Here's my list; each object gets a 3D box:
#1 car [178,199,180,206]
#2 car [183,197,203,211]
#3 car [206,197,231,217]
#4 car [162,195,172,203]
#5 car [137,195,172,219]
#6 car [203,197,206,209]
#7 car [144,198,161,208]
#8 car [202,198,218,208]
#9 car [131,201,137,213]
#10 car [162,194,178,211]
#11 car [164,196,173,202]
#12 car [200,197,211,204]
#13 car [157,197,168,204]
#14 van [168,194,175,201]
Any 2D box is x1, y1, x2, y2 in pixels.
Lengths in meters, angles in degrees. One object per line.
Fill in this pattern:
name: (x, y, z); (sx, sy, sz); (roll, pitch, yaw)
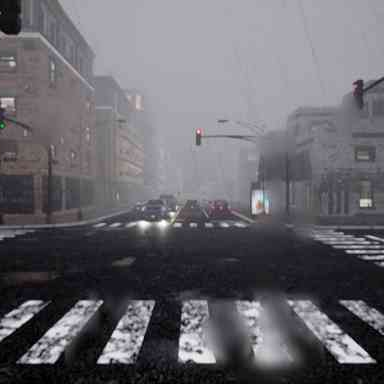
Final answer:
car: (-3.162, 1.657, 56.774); (1.994, 1.385, 4.181); (0, 0, 0)
car: (0.035, 1.586, 41.005); (1.812, 1.442, 4.674); (0, 0, 0)
car: (2.633, 1.482, 31.884); (1.967, 1.590, 4.097); (0, 0, 0)
car: (-5.822, 1.586, 77.431); (1.967, 1.590, 4.097); (0, 0, 0)
car: (-3.145, 1.389, 29.011); (2.097, 1.767, 4.553); (0, 0, 0)
car: (2.616, 1.647, 43.278); (1.802, 1.307, 4.206); (0, 0, 0)
car: (-5.774, 1.627, 48.949); (2.008, 1.369, 4.403); (0, 0, 0)
car: (2.606, 1.627, 48.975); (2.008, 1.369, 4.403); (0, 0, 0)
car: (-5.756, 1.604, 37.555); (2.008, 1.369, 4.403); (0, 0, 0)
car: (-3.175, 1.284, 41.846); (2.150, 2.045, 5.566); (0, 0, -1)
car: (-5.829, 1.687, 82.958); (1.752, 1.417, 4.829); (-1, 0, 0)
car: (2.579, 1.667, 66.064); (2.008, 1.369, 4.403); (-1, 0, 0)
car: (-5.801, 1.641, 65.869); (1.752, 1.417, 4.829); (0, 0, 0)
van: (-5.849, 1.538, 94.522); (1.690, 1.788, 3.998); (-1, 0, 0)
